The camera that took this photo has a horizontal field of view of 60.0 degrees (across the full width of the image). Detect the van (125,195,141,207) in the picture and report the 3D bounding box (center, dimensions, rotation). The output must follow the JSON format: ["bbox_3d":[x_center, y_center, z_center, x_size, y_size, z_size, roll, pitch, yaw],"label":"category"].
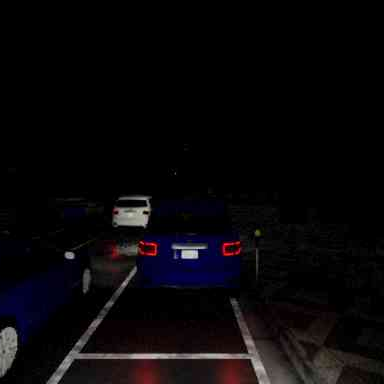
[{"bbox_3d":[-8.910,1.356,50.762,1.690,1.788,3.998,0,0,0],"label":"van"}]

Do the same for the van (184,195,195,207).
[{"bbox_3d":[-0.384,1.356,50.761,1.690,1.788,3.998,0,0,0],"label":"van"}]

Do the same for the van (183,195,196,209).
[{"bbox_3d":[-0.384,1.353,45.324,1.690,1.788,3.998,0,0,0],"label":"van"}]

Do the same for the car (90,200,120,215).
[{"bbox_3d":[-8.909,1.572,34.448,1.947,1.339,4.313,0,0,0],"label":"car"}]

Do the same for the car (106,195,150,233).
[{"bbox_3d":[-3.112,1.225,19.648,2.150,2.045,5.566,0,0,1],"label":"car"}]

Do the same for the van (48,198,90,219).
[{"bbox_3d":[-8.909,1.344,23.573,1.690,1.788,3.998,0,0,0],"label":"van"}]

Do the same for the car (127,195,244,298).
[{"bbox_3d":[-0.039,1.221,8.680,2.150,2.045,5.566,0,0,0],"label":"car"}]

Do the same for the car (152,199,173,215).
[{"bbox_3d":[-3.098,1.513,35.780,1.837,1.490,4.892,0,0,1],"label":"car"}]

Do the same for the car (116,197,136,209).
[{"bbox_3d":[-8.910,1.452,45.324,1.967,1.590,4.097,0,0,0],"label":"car"}]

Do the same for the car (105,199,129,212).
[{"bbox_3d":[-8.909,1.534,39.716,1.752,1.417,4.829,0,0,0],"label":"car"}]

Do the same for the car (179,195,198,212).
[{"bbox_3d":[-0.384,1.324,39.886,2.192,1.841,5.009,0,0,0],"label":"car"}]

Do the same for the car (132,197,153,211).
[{"bbox_3d":[-6.200,1.488,42.360,1.882,1.535,5.008,0,0,0],"label":"car"}]

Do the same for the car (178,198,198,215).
[{"bbox_3d":[-0.384,1.447,34.448,1.967,1.590,4.097,0,0,0],"label":"car"}]

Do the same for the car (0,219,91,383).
[{"bbox_3d":[-3.146,1.477,5.372,1.882,1.535,5.008,0,0,0],"label":"car"}]

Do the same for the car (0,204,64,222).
[{"bbox_3d":[-8.909,1.567,18.136,1.947,1.339,4.313,0,0,0],"label":"car"}]

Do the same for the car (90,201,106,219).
[{"bbox_3d":[-8.909,1.530,28.841,1.752,1.417,4.829,0,0,0],"label":"car"}]

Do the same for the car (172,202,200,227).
[{"bbox_3d":[-0.384,1.528,23.743,1.752,1.417,4.829,0,0,0],"label":"car"}]
